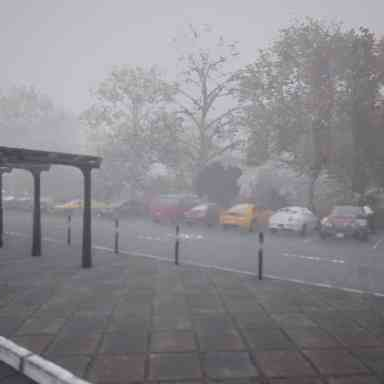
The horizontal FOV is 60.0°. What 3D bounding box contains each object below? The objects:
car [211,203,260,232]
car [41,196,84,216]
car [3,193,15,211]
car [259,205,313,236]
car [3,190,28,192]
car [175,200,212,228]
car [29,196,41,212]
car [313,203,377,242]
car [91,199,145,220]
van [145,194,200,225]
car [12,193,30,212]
[{"bbox_3d":[3.520,1.452,20.202,2.097,1.535,5.008,1,0,35],"label":"car"},{"bbox_3d":[-10.153,1.256,29.709,1.946,1.575,5.366,1,0,35],"label":"car"},{"bbox_3d":[-16.826,1.162,34.692,2.097,1.535,5.008,1,0,35],"label":"car"},{"bbox_3d":[5.783,1.525,18.595,2.002,1.452,4.674,1,0,35],"label":"car"},{"bbox_3d":[-21.367,0.847,37.881,2.435,2.045,5.566,1,0,35],"label":"car"},{"bbox_3d":[1.258,1.460,21.814,2.002,1.452,4.674,1,0,35],"label":"car"},{"bbox_3d":[-12.290,1.256,31.494,2.163,1.488,4.792,1,0,35],"label":"car"},{"bbox_3d":[8.065,1.393,17.013,2.185,1.767,4.553,1,0,35],"label":"car"},{"bbox_3d":[-5.539,1.353,26.619,2.163,1.488,4.792,1,0,35],"label":"car"},{"bbox_3d":[-0.931,1.162,23.518,1.878,1.987,4.442,1,0,35],"label":"van"},{"bbox_3d":[-14.564,1.196,33.084,2.231,1.521,4.892,1,0,35],"label":"car"}]
